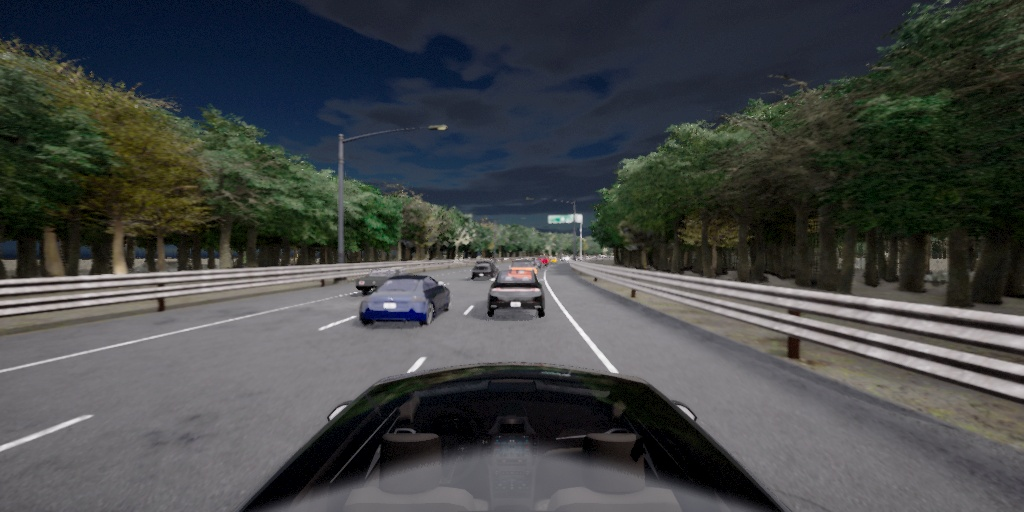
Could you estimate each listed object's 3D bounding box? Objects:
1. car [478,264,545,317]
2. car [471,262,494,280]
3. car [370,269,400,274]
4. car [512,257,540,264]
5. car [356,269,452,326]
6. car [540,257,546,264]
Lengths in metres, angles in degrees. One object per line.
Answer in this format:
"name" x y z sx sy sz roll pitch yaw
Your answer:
"car" 0.185 1.235 13.166 2.128 1.511 4.902 0 0 2
"car" -2.280 1.230 31.001 1.837 1.490 4.892 0 1 4
"car" -6.482 1.325 19.391 1.895 1.301 4.718 0 0 2
"car" 0.791 1.087 26.276 2.097 1.767 4.553 0 0 4
"car" -3.236 1.301 11.645 1.994 1.385 4.181 0 0 1
"car" 3.675 1.242 55.428 2.033 1.411 5.357 0 0 8
